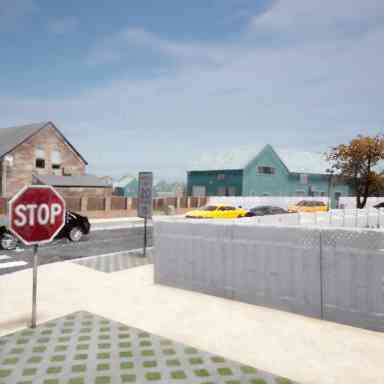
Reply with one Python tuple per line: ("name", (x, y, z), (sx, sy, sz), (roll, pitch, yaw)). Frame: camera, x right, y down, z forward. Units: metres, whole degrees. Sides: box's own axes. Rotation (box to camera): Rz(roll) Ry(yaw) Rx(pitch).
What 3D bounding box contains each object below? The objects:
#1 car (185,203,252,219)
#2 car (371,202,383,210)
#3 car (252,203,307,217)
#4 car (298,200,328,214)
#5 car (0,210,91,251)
("car", (1.682, 1.575, 23.353), (5.008, 1.535, 1.882), (1, 1, -42))
("car", (22.711, 1.861, 38.382), (4.892, 1.490, 1.837), (1, 1, -28))
("car", (5.589, 1.737, 22.989), (4.892, 1.490, 1.837), (1, 1, -41))
("car", (10.585, 1.575, 30.682), (4.553, 1.767, 2.097), (1, 2, -35))
("car", (-6.749, 1.485, 14.394), (1.837, 1.490, 4.892), (3, 1, 38))
